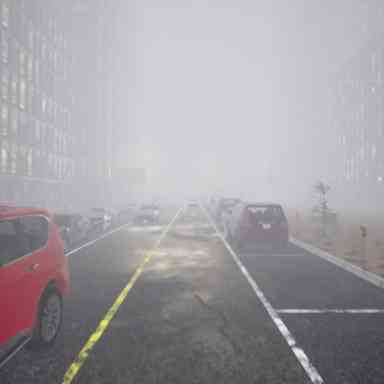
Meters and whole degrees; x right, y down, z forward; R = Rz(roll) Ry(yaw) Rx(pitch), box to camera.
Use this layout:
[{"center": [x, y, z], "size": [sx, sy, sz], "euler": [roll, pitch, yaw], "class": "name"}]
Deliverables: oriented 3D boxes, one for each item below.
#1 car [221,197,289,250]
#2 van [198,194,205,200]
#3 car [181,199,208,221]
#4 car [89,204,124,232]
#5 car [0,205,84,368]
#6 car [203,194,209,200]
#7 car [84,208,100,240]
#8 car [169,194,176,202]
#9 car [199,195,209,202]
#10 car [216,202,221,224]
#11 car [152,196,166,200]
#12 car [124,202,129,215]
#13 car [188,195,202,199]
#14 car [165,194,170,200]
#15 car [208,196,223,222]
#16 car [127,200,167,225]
[{"center": [2.689, 1.323, 14.385], "size": [2.192, 1.841, 5.009], "euler": [0, 0, 0], "class": "car"}, {"center": [2.657, 1.380, 91.935], "size": [1.690, 1.788, 3.998], "euler": [0, 0, 0], "class": "van"}, {"center": [0.092, 1.540, 27.506], "size": [1.812, 1.442, 4.674], "euler": [0, 0, 0], "class": "car"}, {"center": [-5.695, 1.561, 19.920], "size": [2.008, 1.369, 4.403], "euler": [0, 0, 0], "class": "car"}, {"center": [-3.093, 1.222, 3.306], "size": [2.150, 2.045, 5.566], "euler": [0, 0, 0], "class": "car"}, {"center": [2.680, 1.333, 36.543], "size": [2.192, 1.841, 5.009], "euler": [0, 0, 0], "class": "car"}, {"center": [-5.692, 1.573, 14.381], "size": [1.947, 1.339, 4.313], "euler": [0, 0, 0], "class": "car"}, {"center": [-5.719, 1.350, 80.853], "size": [2.192, 1.841, 5.009], "euler": [0, 0, 0], "class": "car"}, {"center": [2.663, 1.474, 75.317], "size": [1.967, 1.590, 4.097], "euler": [0, 0, 0], "class": "car"}, {"center": [2.686, 1.556, 19.924], "size": [1.887, 1.381, 4.507], "euler": [0, 0, 0], "class": "car"}, {"center": [-5.708, 1.607, 53.157], "size": [1.802, 1.307, 4.206], "euler": [0, 0, 0], "class": "car"}, {"center": [-5.699, 1.597, 30.999], "size": [1.802, 1.307, 4.206], "euler": [0, 0, 0], "class": "car"}, {"center": [0.082, 1.548, 45.772], "size": [1.812, 1.442, 4.674], "euler": [0, 0, 0], "class": "car"}, {"center": [-5.713, 1.611, 64.235], "size": [1.802, 1.307, 4.206], "euler": [0, 0, 0], "class": "car"}, {"center": [2.685, 1.329, 25.464], "size": [2.192, 1.841, 5.009], "euler": [0, 0, 0], "class": "car"}, {"center": [-3.069, 1.560, 24.528], "size": [2.033, 1.411, 5.357], "euler": [0, 0, 0], "class": "car"}]
